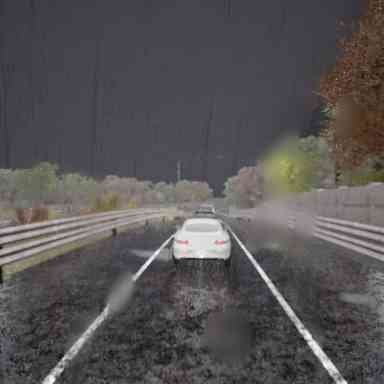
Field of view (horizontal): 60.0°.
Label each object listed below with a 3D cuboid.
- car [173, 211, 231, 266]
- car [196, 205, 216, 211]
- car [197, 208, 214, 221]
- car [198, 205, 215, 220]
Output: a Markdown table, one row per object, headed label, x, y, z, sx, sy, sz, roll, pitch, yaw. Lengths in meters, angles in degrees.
| label | x | y | z | sx | sy | sz | roll | pitch | yaw |
| --- | --- | --- | --- | --- | --- | --- | --- | --- | --- |
| car | 0.367 | 1.619 | 11.839 | 1.812 | 1.442 | 4.674 | 0 | -1 | 2 |
| car | 1.052 | 2.041 | 27.856 | 2.128 | 1.511 | 4.902 | 0 | -2 | 3 |
| car | 1.647 | 2.673 | 39.021 | 1.812 | 1.442 | 4.674 | 0 | -4 | 4 |
| car | 2.141 | 2.892 | 46.430 | 2.150 | 2.045 | 5.566 | 0 | -4 | 5 |
